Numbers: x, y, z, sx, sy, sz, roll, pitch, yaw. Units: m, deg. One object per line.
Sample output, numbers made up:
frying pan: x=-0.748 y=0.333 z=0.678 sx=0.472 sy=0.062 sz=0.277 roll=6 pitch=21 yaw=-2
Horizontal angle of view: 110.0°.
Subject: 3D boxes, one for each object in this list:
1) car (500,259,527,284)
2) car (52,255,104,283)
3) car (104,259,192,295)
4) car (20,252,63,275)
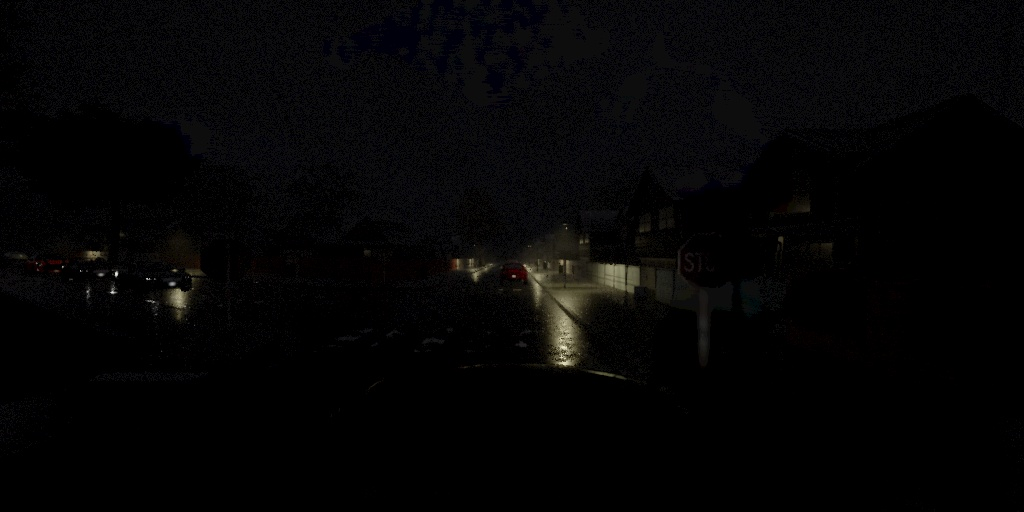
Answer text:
car: x=0.139 y=1.246 z=27.347 sx=1.882 sy=1.535 sz=5.008 roll=0 pitch=0 yaw=0
car: x=-27.522 y=0.868 z=23.374 sx=4.902 sy=1.511 sz=2.128 roll=1 pitch=1 yaw=30
car: x=-17.949 y=1.013 z=17.917 sx=4.902 sy=1.511 sz=2.128 roll=1 pitch=1 yaw=30
car: x=-37.314 y=0.579 z=28.960 sx=4.553 sy=1.767 sz=2.097 roll=1 pitch=1 yaw=30
